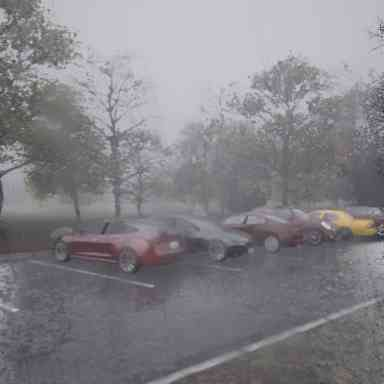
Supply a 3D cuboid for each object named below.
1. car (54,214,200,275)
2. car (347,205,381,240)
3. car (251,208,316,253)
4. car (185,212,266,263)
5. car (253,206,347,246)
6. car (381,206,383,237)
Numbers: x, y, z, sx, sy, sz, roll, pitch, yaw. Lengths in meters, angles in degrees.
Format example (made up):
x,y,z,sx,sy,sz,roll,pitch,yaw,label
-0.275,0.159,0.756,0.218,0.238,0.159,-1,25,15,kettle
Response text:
x,y,z,sx,sy,sz,roll,pitch,yaw,label
-2.432,1.578,10.772,4.792,1.488,2.163,-1,-1,34,car
6.915,1.654,17.965,5.366,1.575,1.946,-1,-1,33,car
2.362,1.601,14.278,5.008,1.535,2.097,-1,-1,33,car
0.014,1.604,12.500,4.792,1.488,2.163,-1,-1,34,car
4.697,1.503,16.092,4.553,1.767,2.185,-1,-1,33,car
9.440,1.555,19.664,4.553,1.767,2.185,-1,-1,32,car
